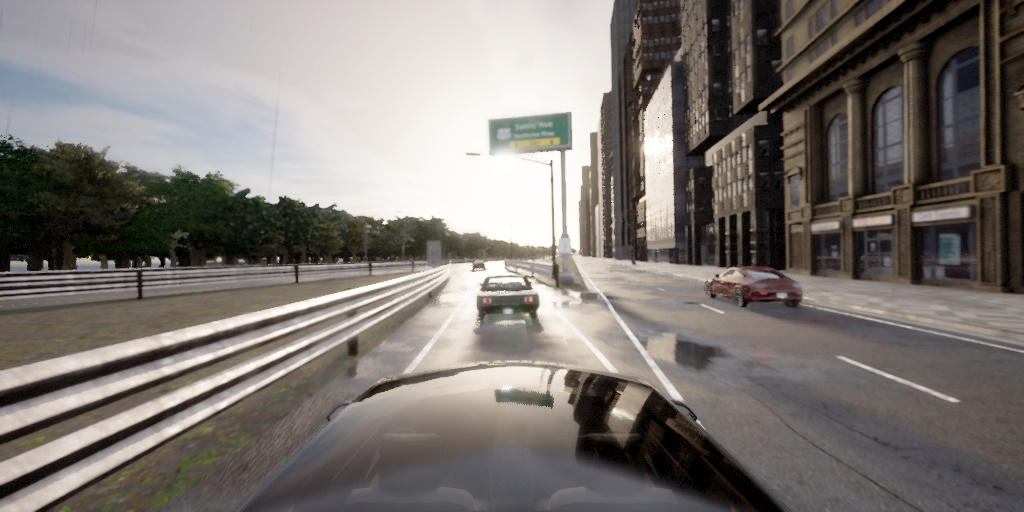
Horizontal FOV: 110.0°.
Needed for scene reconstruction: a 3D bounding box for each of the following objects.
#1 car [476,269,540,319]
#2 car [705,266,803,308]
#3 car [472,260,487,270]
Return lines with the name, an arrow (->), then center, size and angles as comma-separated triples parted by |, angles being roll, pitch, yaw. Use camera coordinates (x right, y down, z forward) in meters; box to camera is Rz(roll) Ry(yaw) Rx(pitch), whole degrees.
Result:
car -> -0.217, 1.300, 12.542 | 1.895, 1.301, 4.718 | -1, 0, -3
car -> 9.194, 1.118, 13.987 | 1.812, 1.442, 4.674 | -1, 0, 9
car -> -4.736, 1.296, 51.784 | 1.812, 1.442, 4.674 | -1, 0, -6
